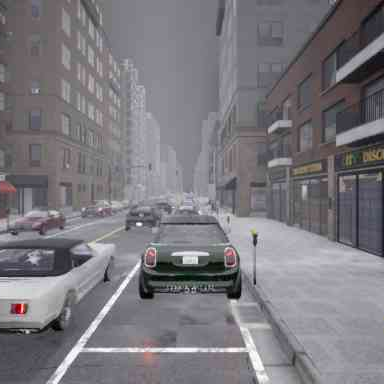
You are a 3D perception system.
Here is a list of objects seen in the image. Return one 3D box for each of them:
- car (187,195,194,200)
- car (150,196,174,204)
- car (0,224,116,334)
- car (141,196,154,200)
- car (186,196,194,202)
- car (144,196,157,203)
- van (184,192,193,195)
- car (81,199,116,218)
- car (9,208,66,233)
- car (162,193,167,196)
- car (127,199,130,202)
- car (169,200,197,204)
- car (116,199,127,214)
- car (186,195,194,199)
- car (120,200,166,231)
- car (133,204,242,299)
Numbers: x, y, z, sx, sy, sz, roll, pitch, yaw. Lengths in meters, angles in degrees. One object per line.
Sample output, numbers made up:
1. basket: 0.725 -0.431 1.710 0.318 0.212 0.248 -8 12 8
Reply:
1. car: -0.383 1.575 90.427 1.802 1.307 4.206 0 0 0
2. car: -3.021 1.504 35.122 1.837 1.490 4.892 0 0 0
3. car: -2.920 1.601 6.761 1.895 1.301 4.718 0 0 0
4. car: -5.798 1.564 41.623 1.994 1.385 4.181 0 0 1
5. car: -0.383 1.579 79.064 1.802 1.307 4.206 0 0 0
6. car: -8.408 1.549 67.693 2.008 1.369 4.403 0 0 0
7. van: -0.383 1.339 67.702 1.690 1.788 3.998 0 0 0
8. car: -8.408 1.440 29.575 1.967 1.590 4.097 0 0 0
9. car: -8.408 1.582 18.538 1.802 1.307 4.206 0 0 0
10. car: -8.408 1.518 90.251 1.752 1.417 4.829 0 0 0
11. car: -8.408 1.551 40.611 2.008 1.369 4.403 0 0 0
12. car: -0.383 1.551 24.063 2.008 1.369 4.403 0 0 0
13. car: -8.408 1.525 34.923 1.752 1.417 4.829 0 0 0
14. car: -0.383 1.440 35.101 1.967 1.590 4.097 0 0 0
15. car: -2.920 1.507 20.801 1.837 1.490 4.892 0 1 0
16. car: -0.033 1.352 8.620 2.097 1.767 4.553 0 0 0
